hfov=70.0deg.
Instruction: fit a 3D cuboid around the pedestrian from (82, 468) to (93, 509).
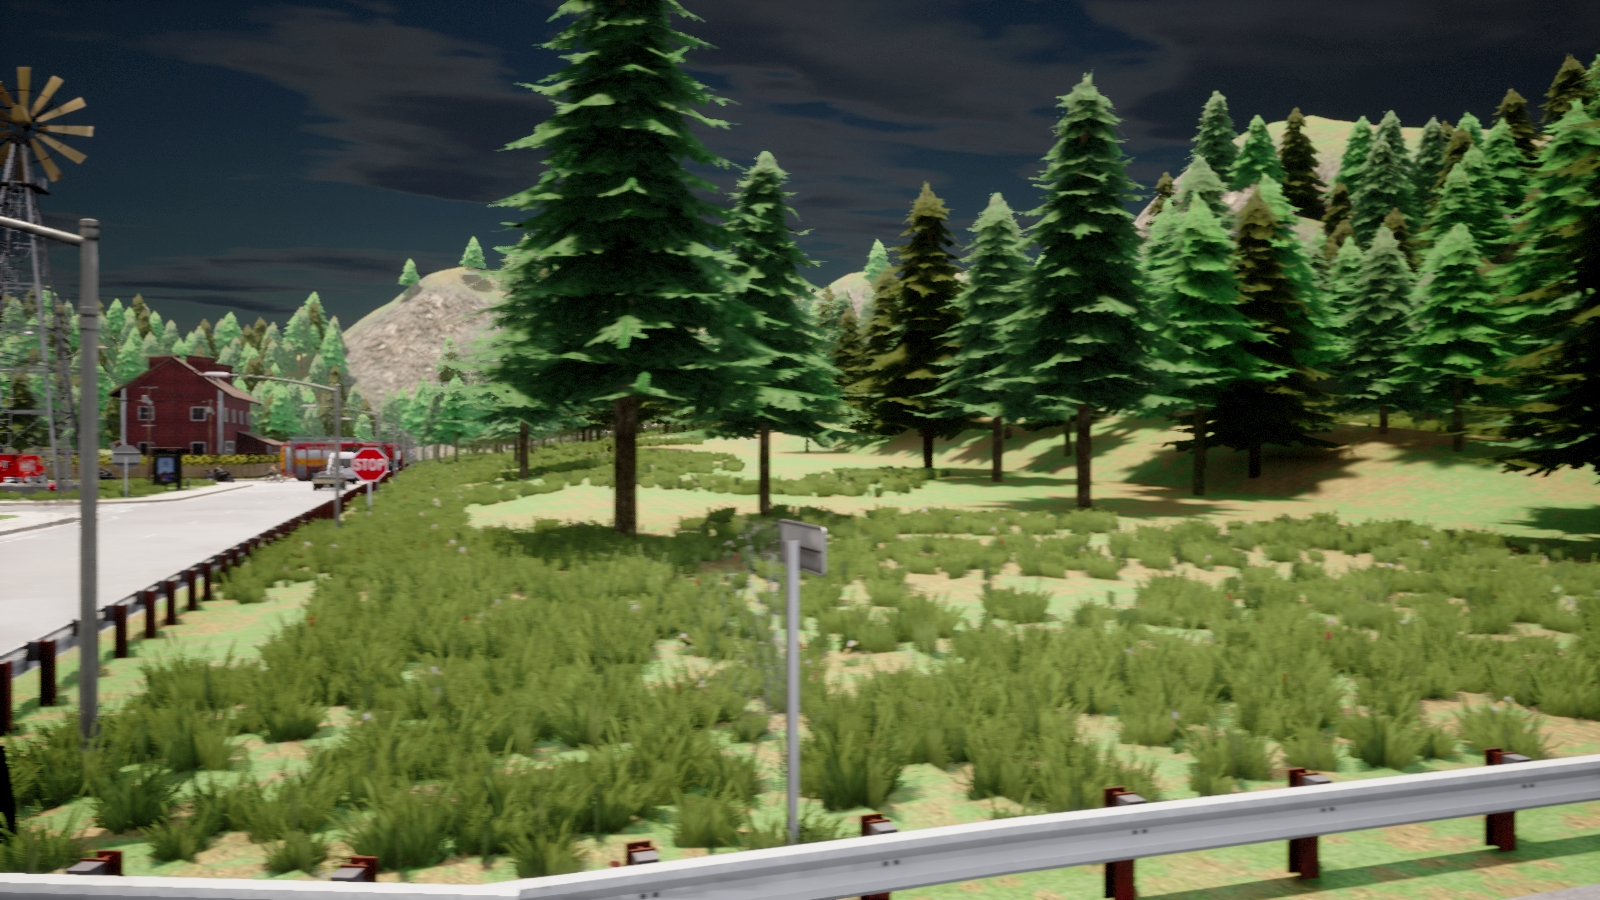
[{"bbox_3d":[-33.039,1.773,53.010,0.375,1.860,0.375,0,0,-22],"label":"pedestrian"}]
